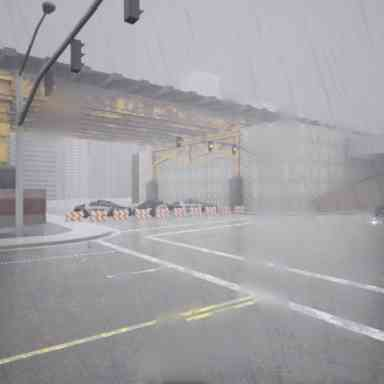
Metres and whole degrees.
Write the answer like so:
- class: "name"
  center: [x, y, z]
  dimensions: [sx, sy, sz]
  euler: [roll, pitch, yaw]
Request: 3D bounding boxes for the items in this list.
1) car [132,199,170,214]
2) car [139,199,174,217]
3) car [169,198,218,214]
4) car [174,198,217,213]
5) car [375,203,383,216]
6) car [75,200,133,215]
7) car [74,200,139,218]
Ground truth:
- class: "car"
  center: [-3.750, 1.295, 31.561]
  dimensions: [1.853, 1.218, 4.536]
  euler: [0, 0, 18]
- class: "car"
  center: [-3.766, 1.453, 31.511]
  dimensions: [2.038, 1.542, 4.974]
  euler: [0, 0, 18]
- class: "car"
  center: [0.142, 1.453, 35.273]
  dimensions: [4.974, 1.542, 2.038]
  euler: [0, 0, -7]
- class: "car"
  center: [0.091, 1.295, 35.267]
  dimensions: [4.536, 1.218, 1.853]
  euler: [0, 0, -7]
- class: "car"
  center: [19.177, 1.478, 31.459]
  dimensions: [5.008, 1.535, 1.882]
  euler: [0, 0, -37]
- class: "car"
  center: [-7.560, 1.295, 28.831]
  dimensions: [4.536, 1.218, 1.853]
  euler: [0, 0, 8]
- class: "car"
  center: [-7.509, 1.453, 28.824]
  dimensions: [4.974, 1.542, 2.038]
  euler: [0, 0, 8]
